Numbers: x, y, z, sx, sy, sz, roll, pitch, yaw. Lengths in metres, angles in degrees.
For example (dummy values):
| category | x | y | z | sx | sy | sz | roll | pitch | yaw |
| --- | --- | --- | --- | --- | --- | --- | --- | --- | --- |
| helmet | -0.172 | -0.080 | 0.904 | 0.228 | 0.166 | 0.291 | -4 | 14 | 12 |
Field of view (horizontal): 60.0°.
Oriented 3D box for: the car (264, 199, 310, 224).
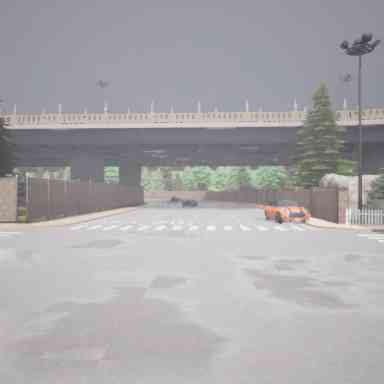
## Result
| category | x | y | z | sx | sy | sz | roll | pitch | yaw |
| --- | --- | --- | --- | --- | --- | --- | --- | --- | --- |
| car | 6.964 | 1.324 | 24.808 | 2.097 | 1.767 | 4.553 | -2 | -1 | -5 |

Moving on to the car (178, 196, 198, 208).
| category | x | y | z | sx | sy | sz | roll | pitch | yaw |
| --- | --- | --- | --- | --- | --- | --- | --- | --- | --- |
| car | -0.304 | 1.640 | 50.069 | 1.994 | 1.385 | 4.181 | 0 | 1 | 9 |

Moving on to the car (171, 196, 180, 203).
| category | x | y | z | sx | sy | sz | roll | pitch | yaw |
| --- | --- | --- | --- | --- | --- | --- | --- | --- | --- |
| car | -3.169 | 1.573 | 73.764 | 1.812 | 1.442 | 4.674 | 0 | 0 | -24 |
